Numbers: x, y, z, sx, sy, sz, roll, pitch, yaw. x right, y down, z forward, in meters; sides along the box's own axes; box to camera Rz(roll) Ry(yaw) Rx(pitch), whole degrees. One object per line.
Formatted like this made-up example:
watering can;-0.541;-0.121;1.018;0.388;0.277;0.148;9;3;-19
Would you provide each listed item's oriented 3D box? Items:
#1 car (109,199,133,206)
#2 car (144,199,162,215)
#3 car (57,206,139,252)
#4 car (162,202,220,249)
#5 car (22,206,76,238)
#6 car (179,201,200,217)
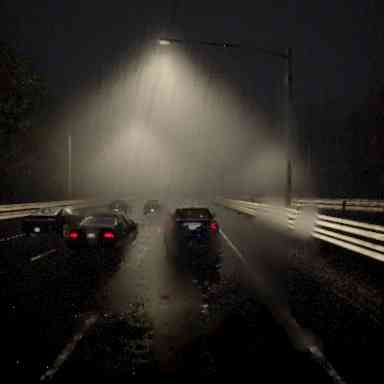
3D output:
car;-7.330;1.501;34.287;1.837;1.490;4.892;0;0;-1
car;-3.829;1.500;34.312;1.837;1.490;4.892;0;0;-1
car;-3.483;1.539;13.897;2.033;1.411;5.357;0;0;-1
car;0.003;1.342;14.583;2.097;1.767;4.553;0;0;-1
car;-7.027;1.482;17.458;2.128;1.511;4.902;0;0;-1
car;-0.290;1.594;32.770;1.895;1.301;4.718;0;0;-1
